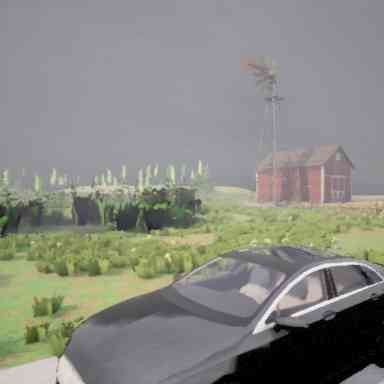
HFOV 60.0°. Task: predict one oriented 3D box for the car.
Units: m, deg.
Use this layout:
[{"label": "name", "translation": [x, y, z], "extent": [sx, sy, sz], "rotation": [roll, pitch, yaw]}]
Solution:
[{"label": "car", "translation": [0.939, 1.507, 4.154], "extent": [4.902, 1.511, 2.128], "rotation": [0, 0, -35]}]
